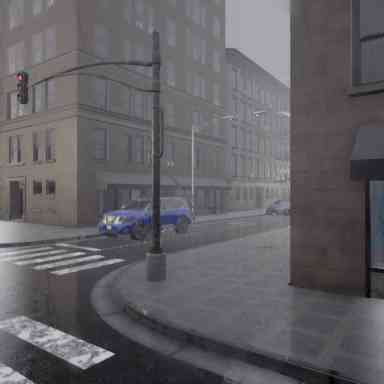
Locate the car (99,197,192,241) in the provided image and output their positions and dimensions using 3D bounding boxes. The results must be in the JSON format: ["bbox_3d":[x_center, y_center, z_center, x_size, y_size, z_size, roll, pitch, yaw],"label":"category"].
[{"bbox_3d":[-2.249,1.305,17.700,2.150,2.045,5.566,0,0,35],"label":"car"}]

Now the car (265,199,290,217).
[{"bbox_3d":[9.179,1.544,33.762,2.097,1.767,4.553,0,0,36],"label":"car"}]
